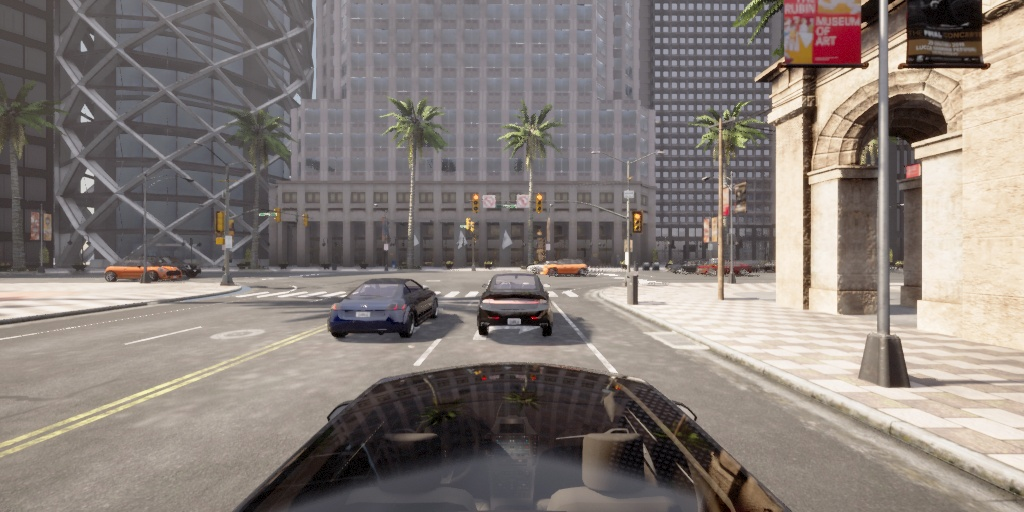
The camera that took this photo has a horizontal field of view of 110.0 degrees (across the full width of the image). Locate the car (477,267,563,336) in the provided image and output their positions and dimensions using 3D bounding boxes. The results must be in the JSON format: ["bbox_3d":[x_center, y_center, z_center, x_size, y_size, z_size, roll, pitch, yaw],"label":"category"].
[{"bbox_3d":[0.118,1.242,10.392,2.128,1.511,4.902,0,0,2],"label":"car"}]

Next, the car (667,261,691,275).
[{"bbox_3d":[19.568,1.255,39.335,4.892,1.490,1.837,0,0,0],"label":"car"}]

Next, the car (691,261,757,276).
[{"bbox_3d":[21.125,1.227,35.831,5.008,1.535,1.882,0,0,0],"label":"car"}]

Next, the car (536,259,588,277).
[{"bbox_3d":[5.089,1.101,35.263,4.553,1.767,2.097,0,0,-8],"label":"car"}]

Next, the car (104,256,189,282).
[{"bbox_3d":[-29.127,1.102,28.469,4.553,1.767,2.097,0,0,-3],"label":"car"}]

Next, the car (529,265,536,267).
[{"bbox_3d":[4.064,1.275,39.383,4.674,1.442,1.812,0,0,0],"label":"car"}]

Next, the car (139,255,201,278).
[{"bbox_3d":[-31.167,0.971,31.965,5.566,2.045,2.150,0,0,-3],"label":"car"}]

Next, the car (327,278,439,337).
[{"bbox_3d":[-3.419,1.314,10.261,1.994,1.385,4.181,0,0,0],"label":"car"}]
